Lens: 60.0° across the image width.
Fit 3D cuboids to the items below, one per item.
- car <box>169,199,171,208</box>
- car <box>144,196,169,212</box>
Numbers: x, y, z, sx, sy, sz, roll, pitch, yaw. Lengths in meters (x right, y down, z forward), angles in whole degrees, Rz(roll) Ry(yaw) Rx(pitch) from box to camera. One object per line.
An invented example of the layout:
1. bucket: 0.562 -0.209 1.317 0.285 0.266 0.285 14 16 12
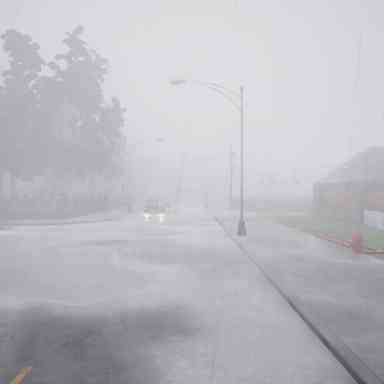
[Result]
1. car: -4.175 1.352 48.151 2.097 1.767 4.553 0 0 0
2. car: -4.175 1.352 37.899 2.097 1.767 4.553 0 0 0
